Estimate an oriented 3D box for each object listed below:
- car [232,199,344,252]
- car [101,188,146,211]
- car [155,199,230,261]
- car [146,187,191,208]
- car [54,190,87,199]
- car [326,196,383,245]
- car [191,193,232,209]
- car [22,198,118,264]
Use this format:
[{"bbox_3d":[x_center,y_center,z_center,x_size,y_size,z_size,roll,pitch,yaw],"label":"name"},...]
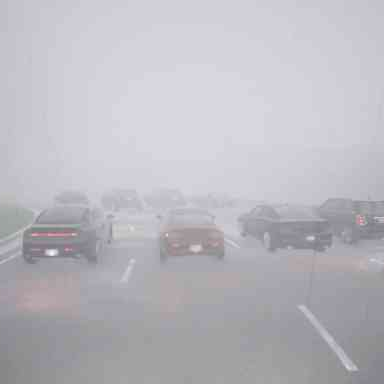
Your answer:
[{"bbox_3d":[3.149,1.126,12.238,1.882,1.535,5.008,0,2,-8],"label":"car"},{"bbox_3d":[-5.662,0.474,26.101,2.097,1.767,4.553,-1,2,-30],"label":"car"},{"bbox_3d":[-0.165,1.184,10.767,1.812,1.442,4.674,0,2,-7],"label":"car"},{"bbox_3d":[-2.318,0.472,27.320,2.097,1.767,4.553,0,2,-29],"label":"car"},{"bbox_3d":[-9.179,0.619,25.229,1.837,1.490,4.892,0,2,-32],"label":"car"},{"bbox_3d":[6.381,0.985,13.820,2.097,1.767,4.553,0,2,-9],"label":"car"},{"bbox_3d":[1.600,0.756,27.564,1.895,1.301,4.718,0,2,-28],"label":"car"},{"bbox_3d":[-3.636,1.137,10.406,1.837,1.490,4.892,0,2,-6],"label":"car"}]
